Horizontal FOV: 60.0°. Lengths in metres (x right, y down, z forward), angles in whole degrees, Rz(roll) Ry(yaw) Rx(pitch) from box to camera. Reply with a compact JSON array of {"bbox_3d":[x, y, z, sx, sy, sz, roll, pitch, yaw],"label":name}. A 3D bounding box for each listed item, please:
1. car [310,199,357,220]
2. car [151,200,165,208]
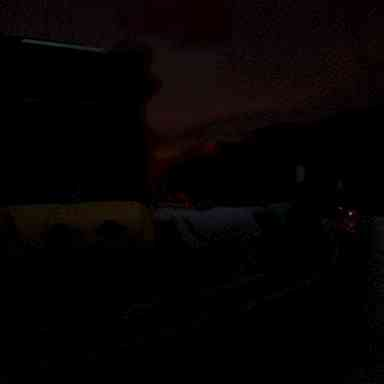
[{"bbox_3d":[10.898,1.381,26.694,1.837,1.490,4.892,-2,-1,-17],"label":"car"},{"bbox_3d":[-6.521,2.221,63.530,2.128,1.511,4.902,-2,2,-21],"label":"car"}]
